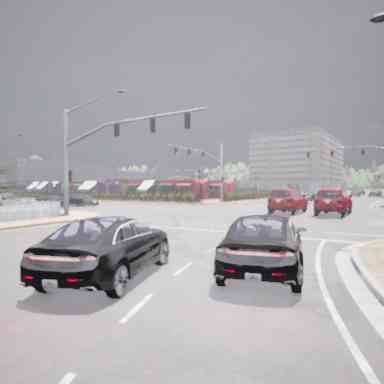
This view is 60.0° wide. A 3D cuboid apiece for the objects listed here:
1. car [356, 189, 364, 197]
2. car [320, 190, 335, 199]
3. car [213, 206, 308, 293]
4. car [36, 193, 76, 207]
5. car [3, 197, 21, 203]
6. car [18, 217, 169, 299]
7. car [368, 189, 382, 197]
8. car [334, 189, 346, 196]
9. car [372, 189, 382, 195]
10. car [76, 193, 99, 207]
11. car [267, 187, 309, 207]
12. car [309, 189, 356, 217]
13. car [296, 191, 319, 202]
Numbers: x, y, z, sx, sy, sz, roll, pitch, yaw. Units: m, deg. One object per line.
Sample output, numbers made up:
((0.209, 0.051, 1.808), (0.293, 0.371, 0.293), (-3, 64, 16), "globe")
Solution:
((34.532, 0.301, 70.359), (2.033, 1.411, 5.357), (1, 1, 32), "car")
((25.384, 0.440, 62.336), (1.812, 1.442, 4.674), (1, 1, 32), "car")
((1.847, 1.341, 8.553), (2.128, 1.511, 4.902), (0, 1, 17), "car")
((-14.830, 1.028, 35.347), (4.181, 1.385, 1.994), (1, 1, 32), "car")
((-25.835, 0.810, 46.498), (4.674, 1.442, 1.812), (1, 1, 33), "car")
((-1.974, 1.351, 8.199), (2.128, 1.511, 4.902), (0, 1, 12), "car")
((37.666, 0.307, 68.769), (1.812, 1.442, 4.674), (1, 1, 32), "car")
((33.474, 0.151, 75.269), (1.882, 1.535, 5.008), (1, 1, 32), "car")
((42.943, -0.002, 77.212), (1.812, 1.442, 4.674), (1, 1, 32), "car")
((-12.810, 0.905, 38.209), (4.902, 1.511, 2.128), (1, 1, 32), "car")
((8.035, 0.785, 27.741), (2.150, 2.045, 5.566), (0, 1, 32), "car")
((11.103, 0.805, 26.056), (2.150, 2.045, 5.566), (0, 1, 32), "car")
((17.141, 0.635, 49.275), (2.128, 1.511, 4.902), (1, 1, 32), "car")
